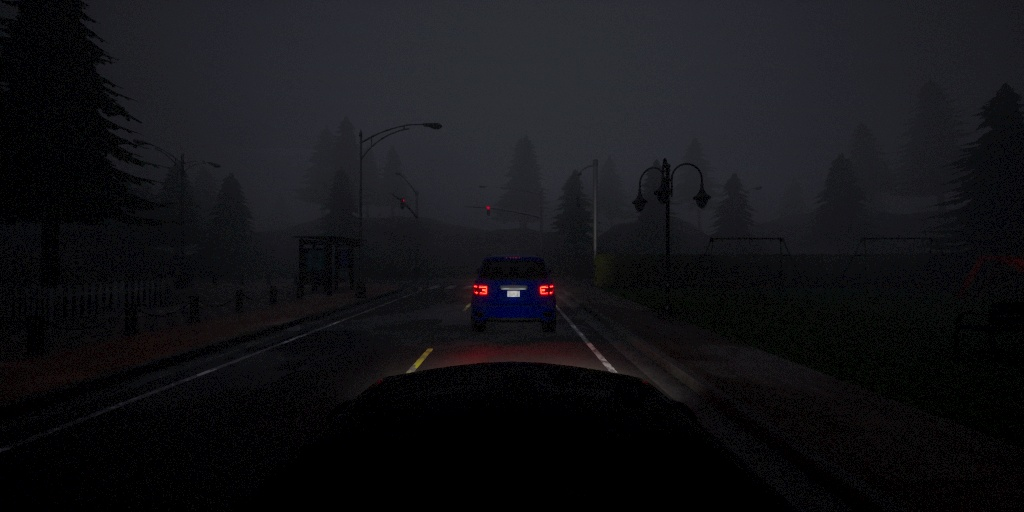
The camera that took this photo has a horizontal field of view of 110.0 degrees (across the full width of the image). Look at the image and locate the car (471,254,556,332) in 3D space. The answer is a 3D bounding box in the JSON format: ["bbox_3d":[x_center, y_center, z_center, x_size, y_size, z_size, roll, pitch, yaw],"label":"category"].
[{"bbox_3d":[0.057,0.971,10.993,2.150,2.045,5.566,0,0,0],"label":"car"}]
